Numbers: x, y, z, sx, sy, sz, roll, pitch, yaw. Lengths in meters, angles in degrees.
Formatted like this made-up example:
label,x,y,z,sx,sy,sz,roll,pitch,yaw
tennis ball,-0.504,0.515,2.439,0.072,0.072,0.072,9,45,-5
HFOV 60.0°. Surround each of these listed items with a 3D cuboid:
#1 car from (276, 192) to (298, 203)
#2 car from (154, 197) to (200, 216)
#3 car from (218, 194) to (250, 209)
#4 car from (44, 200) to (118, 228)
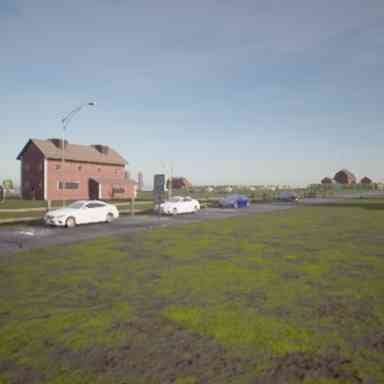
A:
label,x,y,z,sx,sy,sz,roll,pitch,yaw
car,13.853,0.720,48.314,1.837,1.490,4.892,1,1,36
car,-1.157,1.121,27.679,1.812,1.442,4.674,1,1,36
car,4.677,0.973,35.753,1.812,1.442,4.674,1,2,36
car,-6.551,1.256,20.155,1.812,1.442,4.674,1,1,34
